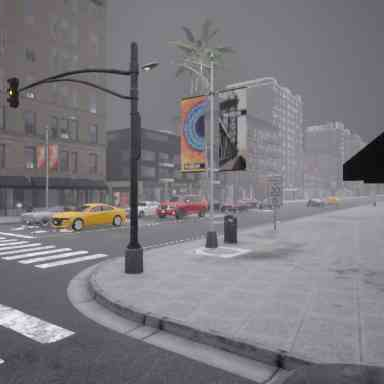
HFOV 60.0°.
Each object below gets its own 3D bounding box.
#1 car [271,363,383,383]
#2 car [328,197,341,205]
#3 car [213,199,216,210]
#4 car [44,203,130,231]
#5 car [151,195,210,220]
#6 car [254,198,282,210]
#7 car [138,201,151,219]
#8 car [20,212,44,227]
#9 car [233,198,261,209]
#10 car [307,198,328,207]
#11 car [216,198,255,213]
[{"bbox_3d":[2.226,1.551,1.260,4.403,1.369,2.008,0,0,35],"label":"car"},{"bbox_3d":[26.379,1.624,61.953,1.882,1.535,5.008,0,0,35],"label":"car"},{"bbox_3d":[1.759,1.527,38.644,1.882,1.535,5.008,0,0,35],"label":"car"},{"bbox_3d":[-6.477,1.497,21.308,1.882,1.535,5.008,0,0,35],"label":"car"},{"bbox_3d":[-0.754,1.257,29.442,2.150,2.045,5.566,0,0,35],"label":"car"},{"bbox_3d":[10.851,1.584,45.823,1.837,1.490,4.892,0,0,36],"label":"car"},{"bbox_3d":[-4.147,1.555,30.262,1.812,1.442,4.674,0,0,35],"label":"car"},{"bbox_3d":[-9.240,1.615,23.047,1.895,1.301,4.718,0,0,35],"label":"car"},{"bbox_3d":[7.803,1.578,47.106,1.837,1.490,4.892,0,0,37],"label":"car"},{"bbox_3d":[19.437,1.637,52.103,1.812,1.442,4.674,0,0,35],"label":"car"},{"bbox_3d":[5.009,1.657,37.610,1.895,1.301,4.718,0,0,35],"label":"car"}]
